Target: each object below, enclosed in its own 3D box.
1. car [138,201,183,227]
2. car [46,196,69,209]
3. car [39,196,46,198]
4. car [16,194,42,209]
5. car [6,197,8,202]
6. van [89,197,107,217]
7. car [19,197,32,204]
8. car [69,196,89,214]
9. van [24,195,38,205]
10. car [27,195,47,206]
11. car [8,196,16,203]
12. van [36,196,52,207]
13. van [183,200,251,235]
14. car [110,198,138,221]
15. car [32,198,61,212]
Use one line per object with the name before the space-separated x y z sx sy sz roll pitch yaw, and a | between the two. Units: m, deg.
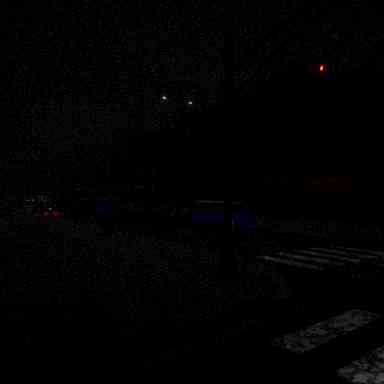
car | -1.742 1.487 23.190 1.967 1.590 4.097 0 0 -36
car | -17.783 1.448 45.376 2.192 1.841 5.009 0 0 -36
car | -20.990 1.702 49.813 2.008 1.369 4.403 0 0 -36
car | -24.392 1.378 50.020 2.150 2.045 5.566 0 0 -36
car | -43.547 1.801 81.011 1.752 1.417 4.829 0 0 -36
van | -8.159 1.421 32.065 1.690 1.788 3.998 0 0 -36
car | -33.923 1.748 67.699 1.752 1.417 4.829 0 0 -36
car | -11.367 1.412 36.499 2.192 1.841 5.009 0 0 -36
van | -30.615 1.546 63.124 1.690 1.788 3.998 0 0 -36
car | -27.407 1.502 58.687 2.192 1.841 5.009 0 0 -36
car | -40.240 1.698 76.436 1.967 1.590 4.097 0 0 -36
van | -24.199 1.510 54.250 1.690 1.788 3.998 0 0 -36
van | 1.466 1.373 18.753 1.690 1.788 3.998 0 0 -36
car | -4.950 1.503 27.627 1.967 1.590 4.097 0 0 -36
car | -18.294 1.723 41.670 1.895 1.301 4.718 0 0 -35
